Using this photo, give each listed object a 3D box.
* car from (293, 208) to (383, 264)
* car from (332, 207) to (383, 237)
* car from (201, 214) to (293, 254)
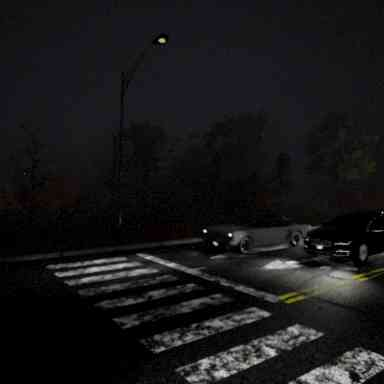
[{"bbox_3d":[6.031,1.501,11.958,4.892,1.490,1.837,0,0,-35],"label":"car"},{"bbox_3d":[10.150,1.602,18.866,4.718,1.301,1.895,0,0,-35],"label":"car"},{"bbox_3d":[2.674,1.598,13.562,4.718,1.301,1.895,0,0,-35],"label":"car"}]
